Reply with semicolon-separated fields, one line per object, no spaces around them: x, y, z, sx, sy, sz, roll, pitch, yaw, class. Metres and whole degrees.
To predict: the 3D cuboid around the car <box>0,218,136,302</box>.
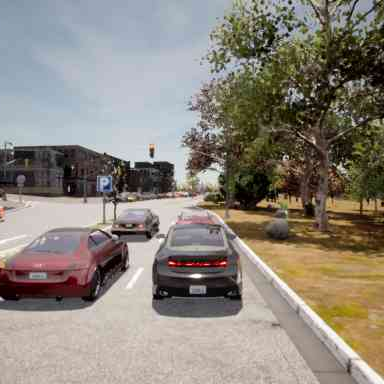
-2.900;1.574;8.374;1.994;1.385;4.181;0;0;1;car

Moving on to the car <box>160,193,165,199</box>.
-10.990;1.064;89.687;5.566;2.045;2.435;-1;0;-12;car

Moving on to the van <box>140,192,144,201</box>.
-13.231;1.093;71.731;4.442;1.987;1.878;-1;0;-14;van

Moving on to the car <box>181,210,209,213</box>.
0.161;1.625;17.688;1.895;1.301;4.718;0;0;1;car

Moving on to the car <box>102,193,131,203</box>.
-14.436;1.358;62.747;4.792;1.488;2.163;-1;0;-15;car

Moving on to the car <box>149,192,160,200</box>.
-11.441;1.357;86.681;4.674;1.452;2.002;-1;0;-12;car

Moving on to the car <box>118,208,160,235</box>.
-2.842;1.572;17.593;2.033;1.411;5.357;0;0;1;car

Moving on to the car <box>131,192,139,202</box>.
-13.790;1.315;65.739;5.366;1.575;1.946;-1;0;-15;car

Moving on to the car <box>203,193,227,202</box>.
4.676;1.141;68.309;4.553;1.767;2.185;1;0;-14;car

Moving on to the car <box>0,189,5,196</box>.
-31.158;0.137;53.618;2.002;1.452;4.674;6;-3;-19;car

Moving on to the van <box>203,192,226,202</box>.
4.292;1.042;65.339;4.442;1.987;1.878;1;0;-14;van

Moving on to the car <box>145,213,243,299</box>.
0.110;1.515;8.420;1.837;1.490;4.892;0;0;0;car

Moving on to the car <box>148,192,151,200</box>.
-12.629;1.359;77.698;4.674;1.452;2.002;-1;0;-13;car

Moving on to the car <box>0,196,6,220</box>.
-16.624;1.403;24.941;4.553;1.767;2.185;-1;0;-19;car

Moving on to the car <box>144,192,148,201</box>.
-13.002;1.321;74.702;4.892;1.521;2.231;-1;0;-14;car
